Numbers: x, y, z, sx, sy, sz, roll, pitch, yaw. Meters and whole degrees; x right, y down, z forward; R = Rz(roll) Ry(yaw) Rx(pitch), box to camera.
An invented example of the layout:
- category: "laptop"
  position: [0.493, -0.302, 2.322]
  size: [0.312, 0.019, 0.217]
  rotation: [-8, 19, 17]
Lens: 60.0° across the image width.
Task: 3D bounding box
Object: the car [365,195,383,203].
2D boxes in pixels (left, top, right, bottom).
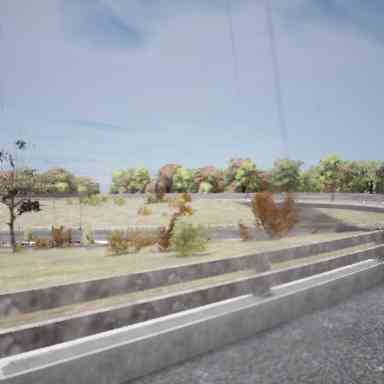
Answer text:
- category: "car"
  position: [44.661, 2.019, 80.460]
  size: [1.994, 1.385, 4.181]
  rotation: [0, -1, 1]
